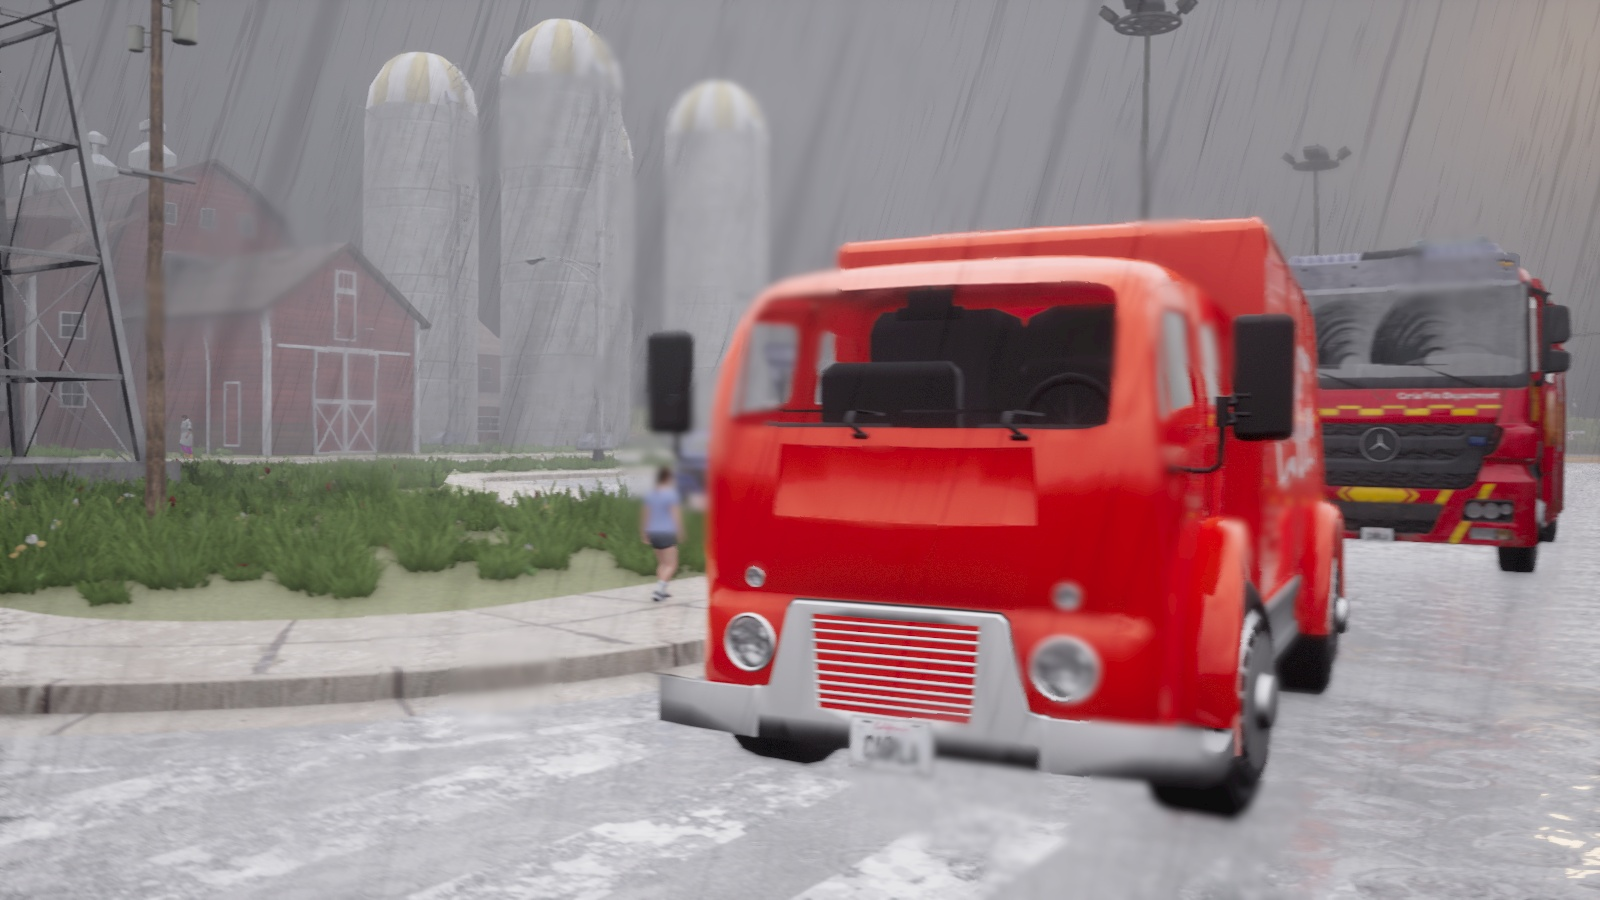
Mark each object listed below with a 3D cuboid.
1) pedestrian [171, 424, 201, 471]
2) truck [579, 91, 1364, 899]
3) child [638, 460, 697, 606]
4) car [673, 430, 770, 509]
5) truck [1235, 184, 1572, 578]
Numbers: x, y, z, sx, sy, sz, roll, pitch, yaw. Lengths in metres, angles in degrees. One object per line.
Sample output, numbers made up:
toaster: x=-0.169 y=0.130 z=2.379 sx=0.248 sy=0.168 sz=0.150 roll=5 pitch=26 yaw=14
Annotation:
pedestrian: x=-25.560 y=-0.106 z=52.296 sx=0.659 sy=1.952 sz=0.873 roll=0 pitch=1 yaw=32
truck: x=1.466 y=0.141 z=6.611 sx=2.627 sy=2.467 sz=5.204 roll=0 pitch=1 yaw=25
child: x=-1.040 y=0.640 z=9.863 sx=0.255 sy=1.110 sz=0.394 roll=0 pitch=1 yaw=35
car: x=-1.665 y=0.350 z=27.141 sx=1.882 sy=1.535 sz=5.008 roll=-1 pitch=1 yaw=-3
truck: x=8.318 y=-0.735 z=16.545 sx=2.891 sy=3.827 sz=8.468 roll=0 pitch=1 yaw=33
